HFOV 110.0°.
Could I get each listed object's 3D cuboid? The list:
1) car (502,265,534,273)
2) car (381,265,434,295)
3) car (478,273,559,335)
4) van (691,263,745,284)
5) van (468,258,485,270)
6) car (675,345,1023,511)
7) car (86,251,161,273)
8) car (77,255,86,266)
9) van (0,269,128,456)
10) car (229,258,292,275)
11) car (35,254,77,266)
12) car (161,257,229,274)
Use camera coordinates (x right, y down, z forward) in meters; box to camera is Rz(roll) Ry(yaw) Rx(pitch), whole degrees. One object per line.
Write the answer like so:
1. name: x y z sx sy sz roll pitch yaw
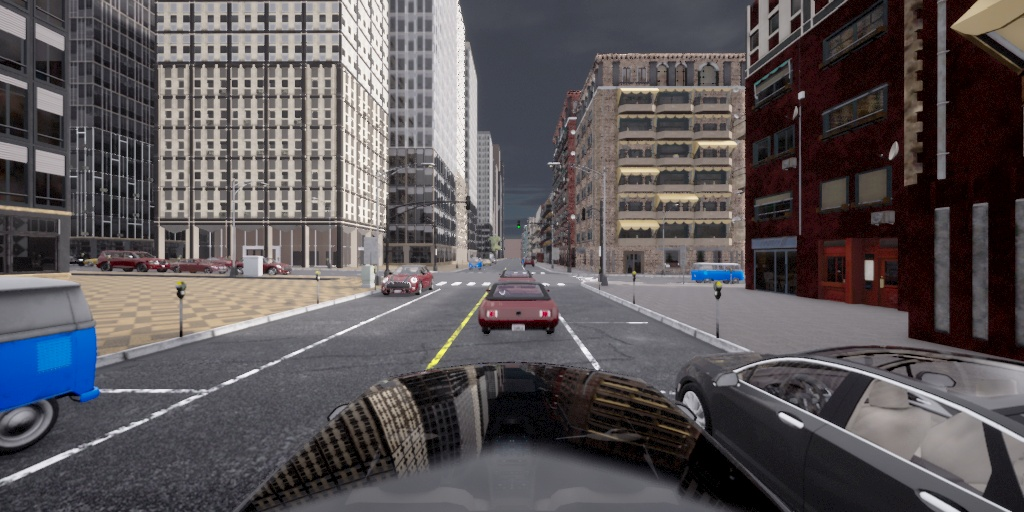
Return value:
1. car: 0.209 1.363 19.839 1.895 1.301 4.718 0 0 -1
2. car: -5.548 1.201 19.424 1.967 1.591 4.097 0 0 0
3. car: 0.170 1.356 10.453 1.895 1.301 4.718 0 0 0
4. van: 17.141 1.472 29.956 3.998 1.789 1.690 0 0 0
5. van: -5.283 1.132 51.897 1.690 1.789 3.998 0 0 0
6. car: 2.694 1.301 2.410 2.007 1.370 4.403 0 0 0
7. car: -32.065 0.498 30.383 5.009 1.841 2.192 0 0 0
8. car: -43.400 0.486 38.832 4.829 1.417 1.751 0 0 0
9. van: -5.686 1.091 2.479 1.690 1.789 3.998 0 0 0
10. car: -20.917 0.837 30.317 4.097 1.591 1.967 0 0 0
11. car: -48.807 0.419 38.863 4.313 1.339 1.948 0 0 0
12. car: -26.491 0.872 30.350 4.207 1.307 1.802 0 0 0
